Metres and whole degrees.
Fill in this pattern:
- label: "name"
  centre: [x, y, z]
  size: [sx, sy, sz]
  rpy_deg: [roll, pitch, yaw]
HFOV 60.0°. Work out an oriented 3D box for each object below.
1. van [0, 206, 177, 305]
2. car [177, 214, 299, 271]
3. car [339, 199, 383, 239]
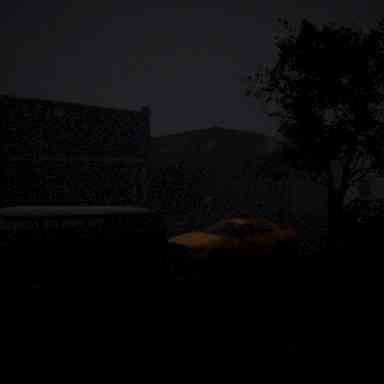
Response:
- label: "van"
  centre: [-2.807, 1.338, 8.187]
  size: [4.442, 1.987, 1.878]
  rpy_deg: [1, 1, -39]
- label: "car"
  centre: [1.544, 1.587, 11.578]
  size: [5.366, 1.575, 1.946]
  rpy_deg: [1, 1, -37]
- label: "car"
  centre: [10.119, 1.427, 19.001]
  size: [5.566, 2.045, 2.435]
  rpy_deg: [1, 1, -43]
